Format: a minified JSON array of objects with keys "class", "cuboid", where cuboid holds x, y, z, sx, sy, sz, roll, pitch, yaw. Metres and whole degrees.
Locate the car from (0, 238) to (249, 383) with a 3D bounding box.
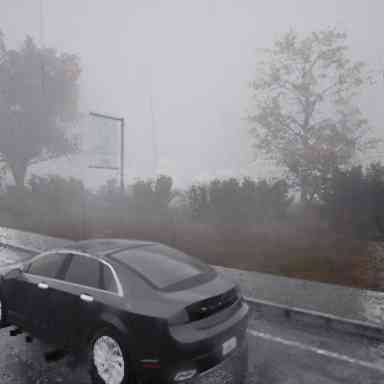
[{"class":"car","cuboid":[-1.502,1.512,5.282,4.892,1.490,1.837,0,0,37]}]
